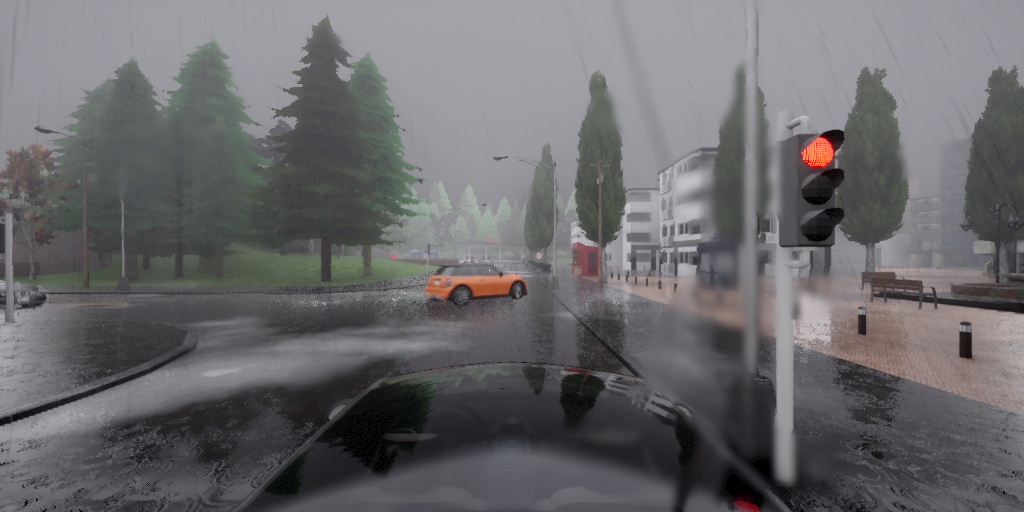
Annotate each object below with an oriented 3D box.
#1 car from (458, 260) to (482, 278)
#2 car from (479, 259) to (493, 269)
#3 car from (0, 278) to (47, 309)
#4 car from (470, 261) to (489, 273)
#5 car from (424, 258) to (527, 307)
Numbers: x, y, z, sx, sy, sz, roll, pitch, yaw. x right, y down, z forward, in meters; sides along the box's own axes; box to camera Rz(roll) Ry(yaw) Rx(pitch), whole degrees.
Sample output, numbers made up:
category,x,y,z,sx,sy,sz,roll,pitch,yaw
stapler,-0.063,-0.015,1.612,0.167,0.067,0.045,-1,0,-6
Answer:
category,x,y,z,sx,sy,sz,roll,pitch,yaw
car,-4.095,1.228,35.729,1.882,1.535,5.008,0,0,0
car,-4.039,1.276,55.776,1.812,1.442,4.674,0,0,0
car,-19.654,1.275,12.726,4.674,1.442,1.812,0,0,0
car,-4.081,1.314,45.649,1.994,1.385,4.181,0,0,0
car,-1.469,1.102,15.885,4.553,1.767,2.097,0,-1,-42
